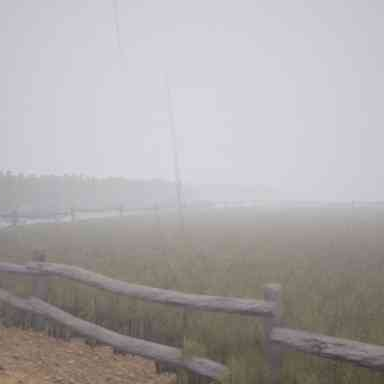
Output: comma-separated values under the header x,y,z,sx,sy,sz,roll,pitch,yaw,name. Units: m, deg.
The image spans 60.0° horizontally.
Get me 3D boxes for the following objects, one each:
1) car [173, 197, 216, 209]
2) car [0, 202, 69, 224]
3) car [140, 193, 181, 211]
x,y,z,sx,sy,sz,roll,pitch,yaw,name
0.686,1.547,36.471,2.033,1.411,5.357,0,0,35,car
-11.630,1.491,24.812,2.128,1.511,4.902,0,0,35,car
-3.245,1.212,36.592,2.150,2.045,5.566,0,1,36,car
